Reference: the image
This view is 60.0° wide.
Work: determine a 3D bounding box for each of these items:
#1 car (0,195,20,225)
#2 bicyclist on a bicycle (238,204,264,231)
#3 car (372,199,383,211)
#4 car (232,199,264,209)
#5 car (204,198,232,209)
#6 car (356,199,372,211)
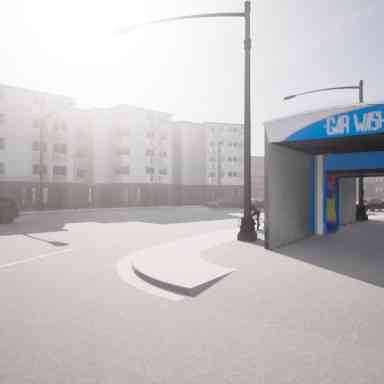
[{"bbox_3d":[-14.129,1.223,21.609,2.150,2.045,5.566,-1,0,29],"label":"car"},{"bbox_3d":[3.233,1.301,18.267,1.656,1.620,0.582,0,0,38],"label":"bicyclist on a bicycle"},{"bbox_3d":[22.009,1.526,39.913,4.674,1.442,1.812,0,0,-18],"label":"car"},{"bbox_3d":[7.877,1.601,42.317,4.718,1.301,1.895,0,0,-25],"label":"car"},{"bbox_3d":[4.249,1.548,44.401,5.357,1.411,2.033,0,0,-28],"label":"car"},{"bbox_3d":[15.684,1.601,34.084,4.718,1.301,1.895,0,0,-22],"label":"car"}]
